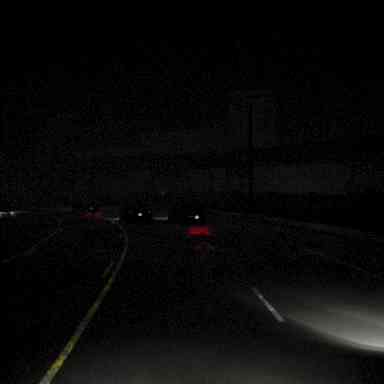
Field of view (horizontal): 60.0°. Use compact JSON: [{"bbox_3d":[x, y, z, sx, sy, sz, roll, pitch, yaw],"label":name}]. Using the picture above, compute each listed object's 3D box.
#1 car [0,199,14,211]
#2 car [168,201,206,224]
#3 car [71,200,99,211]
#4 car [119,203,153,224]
[{"bbox_3d":[-24.408,1.687,42.199,5.008,1.535,1.882,-1,0,41],"label":"car"},{"bbox_3d":[-0.455,1.455,24.869,1.837,1.490,4.892,0,0,-19],"label":"car"},{"bbox_3d":[-13.178,1.631,40.723,1.895,1.301,4.718,-1,0,-38],"label":"car"},{"bbox_3d":[-4.310,1.550,25.144,1.994,1.385,4.181,-1,0,-20],"label":"car"}]
